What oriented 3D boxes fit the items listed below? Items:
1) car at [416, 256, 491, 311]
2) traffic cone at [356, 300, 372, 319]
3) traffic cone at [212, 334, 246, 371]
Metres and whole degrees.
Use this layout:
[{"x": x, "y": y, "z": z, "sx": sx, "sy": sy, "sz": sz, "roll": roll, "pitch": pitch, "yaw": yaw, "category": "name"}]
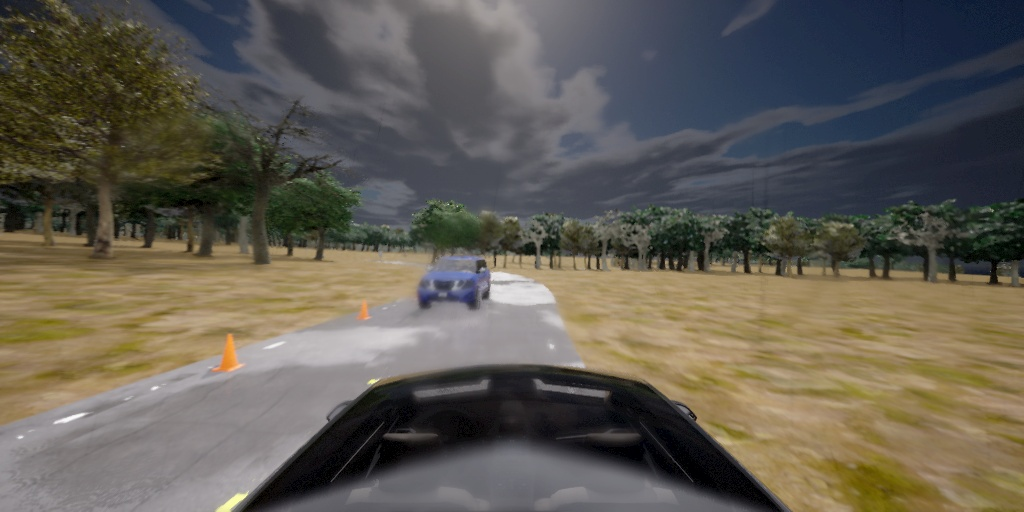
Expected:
[{"x": -2.189, "y": 1.008, "z": 15.108, "sx": 2.150, "sy": 2.045, "sz": 5.566, "roll": 1, "pitch": 0, "yaw": 4, "category": "car"}, {"x": -4.644, "y": 1.667, "z": 11.261, "sx": 0.340, "sy": 0.580, "sz": 0.340, "roll": 0, "pitch": 0, "yaw": 4, "category": "traffic cone"}, {"x": -4.863, "y": 1.634, "z": 6.167, "sx": 0.340, "sy": 0.580, "sz": 0.340, "roll": 0, "pitch": 0, "yaw": 1, "category": "traffic cone"}]
